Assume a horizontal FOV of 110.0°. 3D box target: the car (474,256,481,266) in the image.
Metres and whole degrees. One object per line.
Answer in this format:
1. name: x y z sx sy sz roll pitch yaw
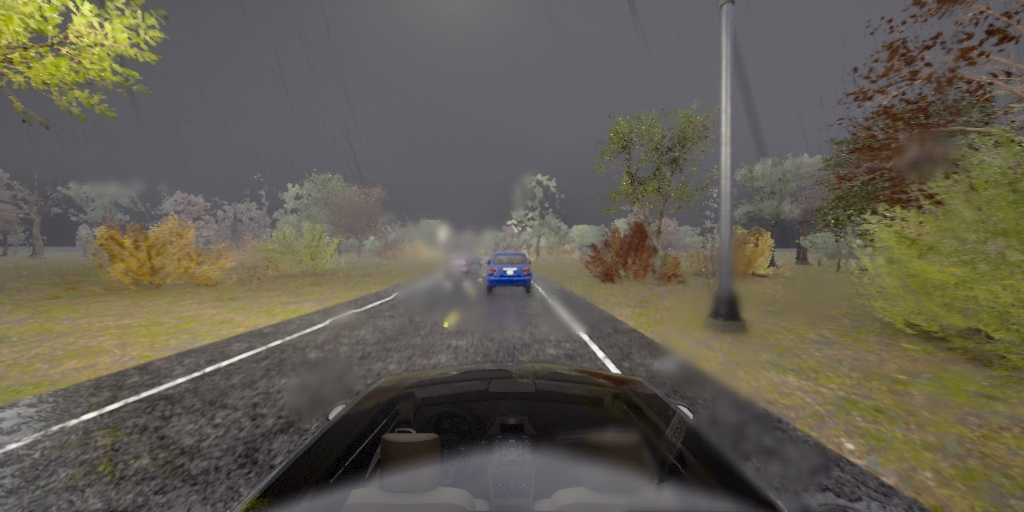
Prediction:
1. car: -5.481 0.709 52.275 1.994 1.385 4.181 0 1 -5

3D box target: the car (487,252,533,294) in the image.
1. car: -0.138 0.781 18.812 2.150 2.045 5.566 0 1 -1

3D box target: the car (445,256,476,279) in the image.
1. car: -4.162 0.979 28.741 1.812 1.442 4.674 0 1 -3
